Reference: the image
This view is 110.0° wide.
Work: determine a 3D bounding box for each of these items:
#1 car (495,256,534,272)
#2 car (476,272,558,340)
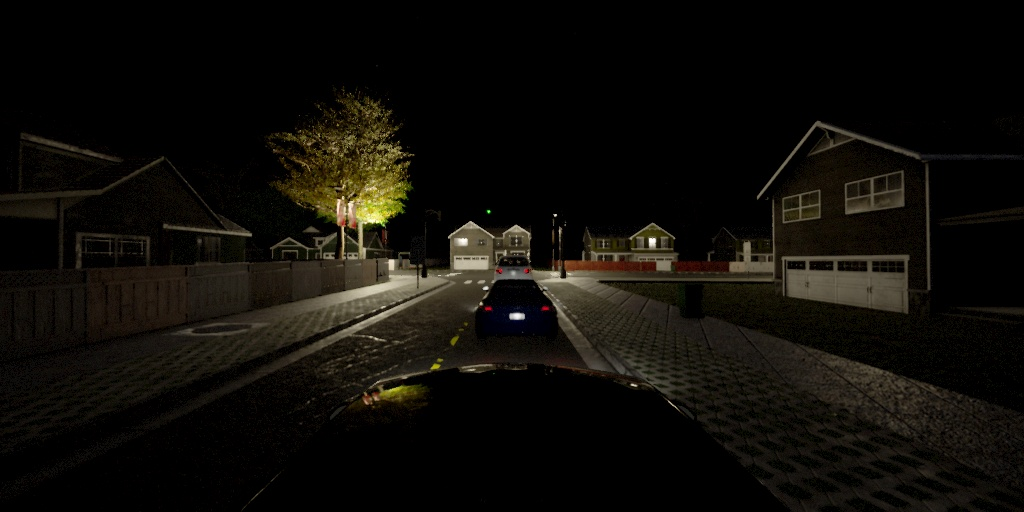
[{"bbox_3d":[0.155,0.996,22.182,2.150,2.045,5.566,0,0,2],"label":"car"},{"bbox_3d":[0.103,1.325,10.037,1.994,1.385,4.181,0,0,0],"label":"car"}]
